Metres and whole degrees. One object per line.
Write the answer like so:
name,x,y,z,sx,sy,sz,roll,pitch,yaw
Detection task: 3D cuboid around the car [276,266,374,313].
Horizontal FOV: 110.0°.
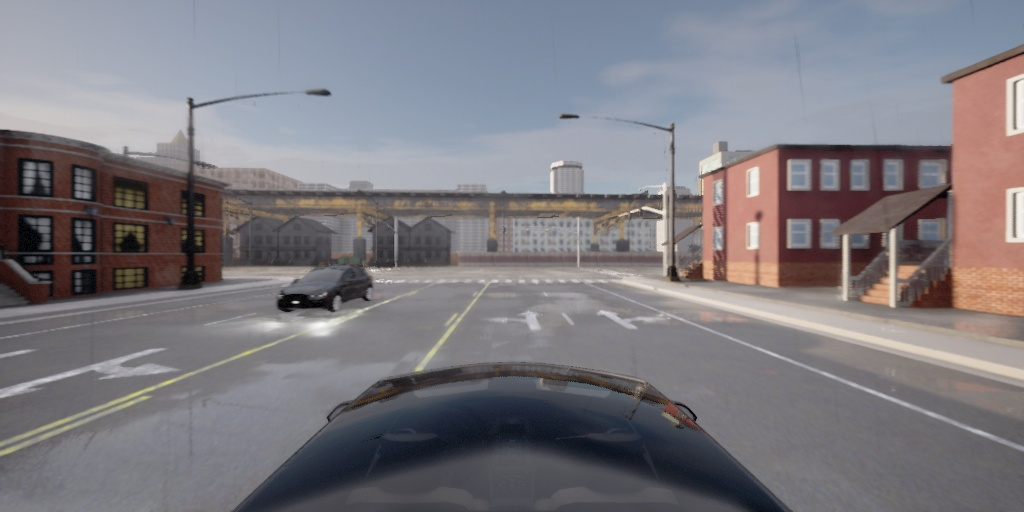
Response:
car,-7.004,1.176,14.021,1.837,1.490,4.892,0,2,0
